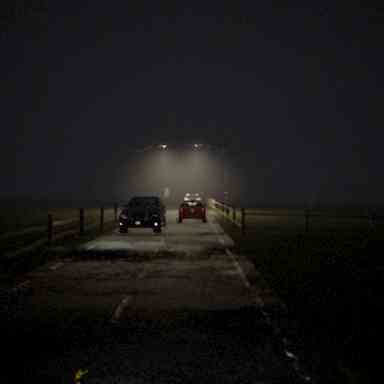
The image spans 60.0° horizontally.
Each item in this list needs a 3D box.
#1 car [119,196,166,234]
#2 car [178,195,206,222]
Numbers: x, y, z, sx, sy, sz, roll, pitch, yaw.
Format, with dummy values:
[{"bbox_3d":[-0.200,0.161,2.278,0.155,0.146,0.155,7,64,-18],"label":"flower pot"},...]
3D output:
[{"bbox_3d":[-2.753,1.246,19.796,2.150,2.045,5.566,0,0,0],"label":"car"},{"bbox_3d":[0.043,1.377,26.326,2.097,1.767,4.553,0,0,1],"label":"car"}]
